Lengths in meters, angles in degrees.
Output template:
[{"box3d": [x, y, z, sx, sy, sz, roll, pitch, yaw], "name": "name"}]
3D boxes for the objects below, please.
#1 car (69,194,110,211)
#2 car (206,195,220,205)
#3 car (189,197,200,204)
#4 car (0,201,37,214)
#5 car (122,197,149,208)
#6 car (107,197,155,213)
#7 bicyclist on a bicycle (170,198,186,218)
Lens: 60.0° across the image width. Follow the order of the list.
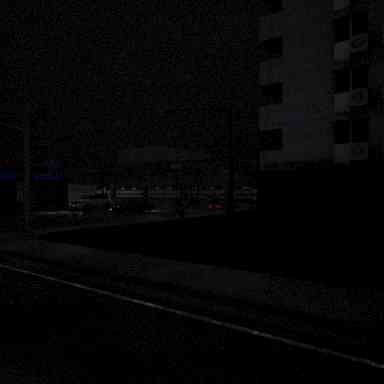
[{"box3d": [-12.300, 1.221, 40.713, 2.150, 2.045, 5.566, 0, 0, 29], "name": "car"}, {"box3d": [3.916, 1.526, 58.460, 1.812, 1.442, 4.674, 0, 0, 4], "name": "car"}, {"box3d": [0.467, 1.565, 64.059, 1.994, 1.385, 4.181, 0, 0, -1], "name": "car"}, {"box3d": [-17.886, 1.601, 32.461, 1.895, 1.301, 4.718, 0, 0, 35], "name": "car"}, {"box3d": [-8.353, 1.491, 49.988, 2.128, 1.511, 4.902, 0, 0, 15], "name": "car"}, {"box3d": [-6.331, 1.547, 36.554, 2.033, 1.411, 5.357, 0, 0, 31], "name": "car"}, {"box3d": [-1.169, 1.300, 27.291, 1.656, 1.620, 0.582, 0, 0, 36], "name": "bicyclist on a bicycle"}]
